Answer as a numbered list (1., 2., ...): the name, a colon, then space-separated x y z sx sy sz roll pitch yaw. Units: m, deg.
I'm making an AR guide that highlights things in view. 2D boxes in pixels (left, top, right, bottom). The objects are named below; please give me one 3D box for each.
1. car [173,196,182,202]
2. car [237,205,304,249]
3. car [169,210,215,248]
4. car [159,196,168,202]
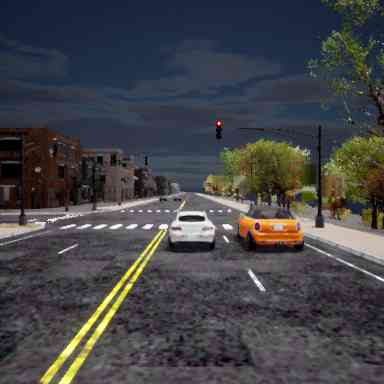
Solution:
1. car: -3.384 1.581 77.317 1.895 1.301 4.718 0 0 0
2. car: 3.250 1.363 14.622 2.097 1.767 4.553 0 0 0
3. car: 0.000 1.530 14.651 1.812 1.442 4.674 0 0 0
4. car: -6.634 1.581 77.307 1.895 1.301 4.718 0 0 0
